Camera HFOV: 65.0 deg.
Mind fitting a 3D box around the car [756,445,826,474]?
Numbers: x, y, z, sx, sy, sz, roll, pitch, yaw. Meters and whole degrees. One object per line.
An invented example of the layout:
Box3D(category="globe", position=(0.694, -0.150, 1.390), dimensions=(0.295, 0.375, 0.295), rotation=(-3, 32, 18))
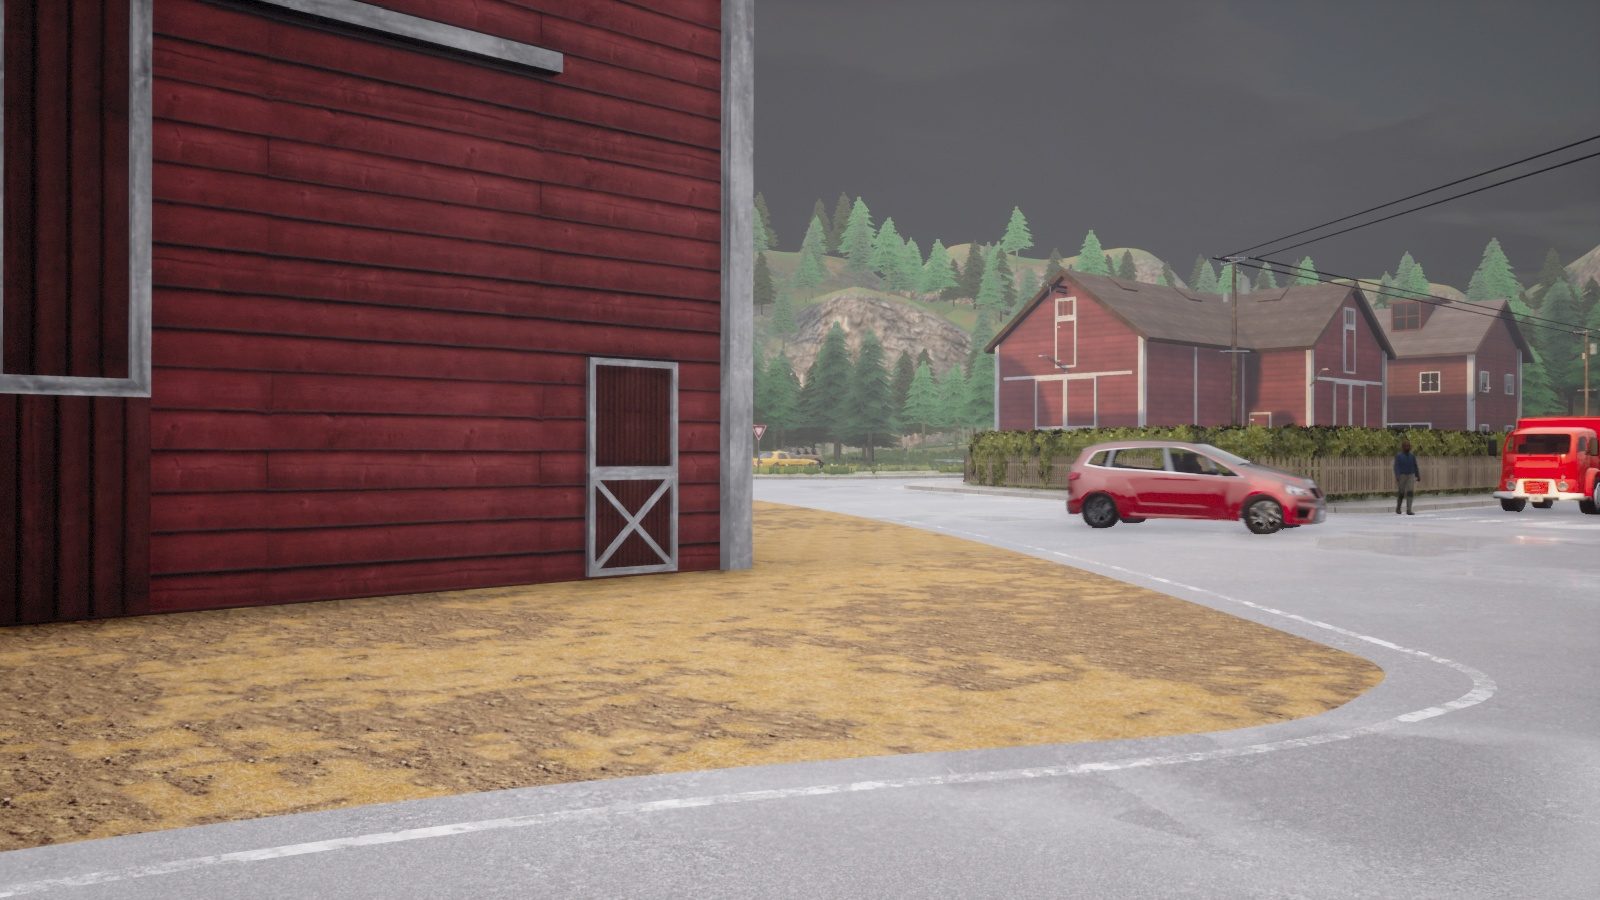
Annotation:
Box3D(category="car", position=(-0.578, 0.630, 84.914), dimensions=(4.605, 1.855, 1.932), rotation=(0, 0, -42))

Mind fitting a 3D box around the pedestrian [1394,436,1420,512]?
Box3D(category="pedestrian", position=(14.683, 0.573, 30.398), dimensions=(0.370, 1.835, 0.726), rotation=(0, 0, 9))

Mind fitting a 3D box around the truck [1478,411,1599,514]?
Box3D(category="truck", position=(20.143, 0.295, 32.835), dimensions=(5.204, 2.467, 2.627), rotation=(0, 0, -42))

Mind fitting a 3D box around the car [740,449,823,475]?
Box3D(category="car", position=(-1.143, 0.741, 79.786), dimensions=(5.366, 1.575, 1.801), rotation=(0, 0, -41))

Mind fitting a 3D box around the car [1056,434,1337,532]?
Box3D(category="car", position=(7.413, 0.546, 23.566), dimensions=(4.611, 1.667, 2.242), rotation=(0, 1, 32))
